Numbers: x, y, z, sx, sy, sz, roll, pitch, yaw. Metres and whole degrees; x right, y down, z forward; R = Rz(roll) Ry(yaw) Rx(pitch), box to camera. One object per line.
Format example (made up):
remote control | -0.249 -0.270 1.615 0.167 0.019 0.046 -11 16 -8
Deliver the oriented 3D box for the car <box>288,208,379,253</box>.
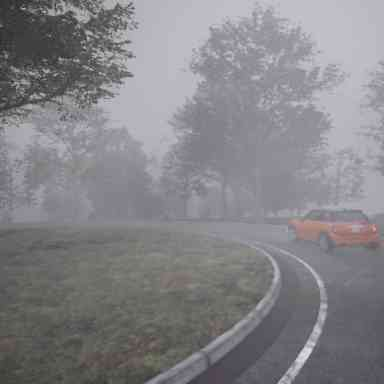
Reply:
car | 5.950 1.484 14.633 2.097 1.767 4.553 -1 -1 -6
